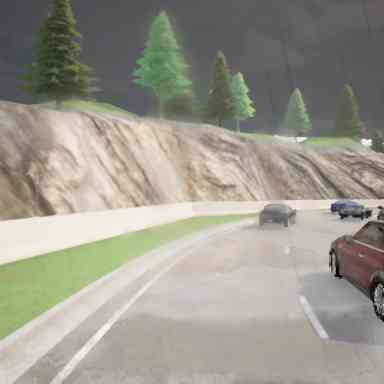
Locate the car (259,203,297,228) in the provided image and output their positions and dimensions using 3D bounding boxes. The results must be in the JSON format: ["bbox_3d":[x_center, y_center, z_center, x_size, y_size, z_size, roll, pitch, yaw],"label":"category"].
[{"bbox_3d":[5.988,1.557,22.877,1.837,1.490,4.892,0,0,27],"label":"car"}]

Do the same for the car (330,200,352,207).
[{"bbox_3d":[17.468,1.627,37.556,5.008,1.535,1.882,0,0,-42],"label":"car"}]

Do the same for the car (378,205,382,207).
[{"bbox_3d":[11.339,1.318,17.690,2.150,2.045,5.566,0,0,24],"label":"car"}]

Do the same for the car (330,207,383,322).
[{"bbox_3d":[4.573,1.391,7.275,2.097,1.767,4.553,1,0,9],"label":"car"}]

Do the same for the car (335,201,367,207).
[{"bbox_3d":[14.390,1.724,29.054,1.895,1.301,4.718,0,0,38],"label":"car"}]
